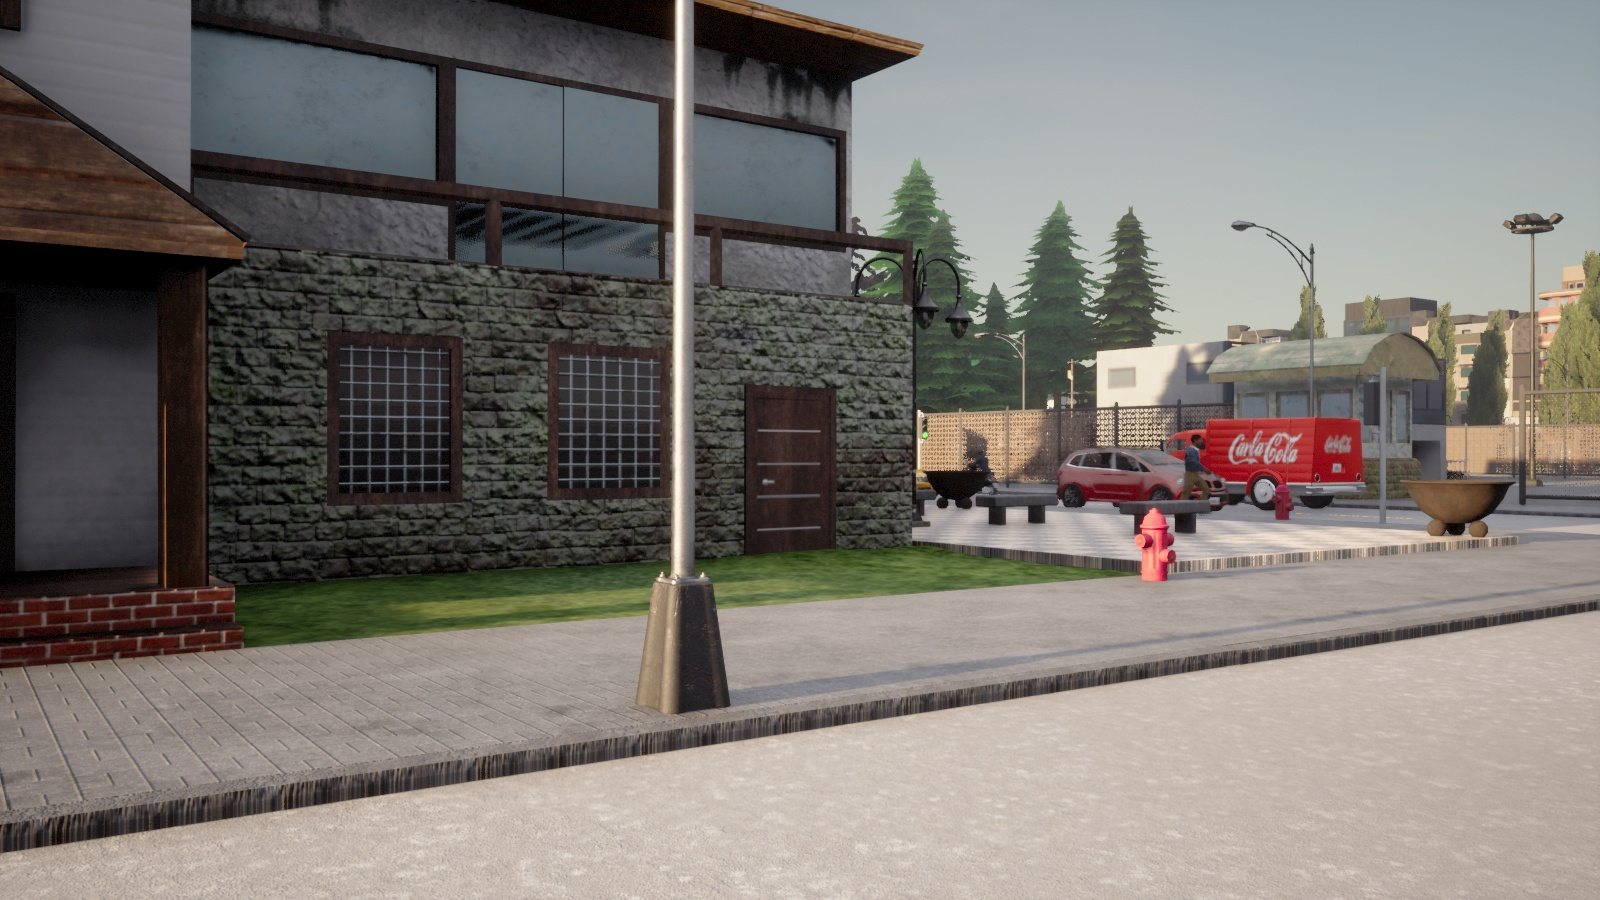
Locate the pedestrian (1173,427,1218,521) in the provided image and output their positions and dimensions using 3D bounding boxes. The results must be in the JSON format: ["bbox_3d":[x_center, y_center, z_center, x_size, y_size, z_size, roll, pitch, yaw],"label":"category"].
[{"bbox_3d":[8.292,0.495,26.329,0.788,1.949,0.423,0,0,34],"label":"pedestrian"}]

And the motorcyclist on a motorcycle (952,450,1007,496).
[{"bbox_3d":[6.242,0.792,43.752,0.866,1.590,1.817,0,-1,-34],"label":"motorcyclist on a motorcycle"}]

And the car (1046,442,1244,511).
[{"bbox_3d":[8.947,0.652,32.886,2.242,1.667,4.611,0,0,-35],"label":"car"}]

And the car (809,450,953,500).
[{"bbox_3d":[2.617,0.781,41.978,1.801,1.575,5.366,0,0,-35],"label":"car"}]

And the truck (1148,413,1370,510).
[{"bbox_3d":[12.548,0.313,34.686,2.627,2.467,5.204,0,0,-34],"label":"truck"}]
